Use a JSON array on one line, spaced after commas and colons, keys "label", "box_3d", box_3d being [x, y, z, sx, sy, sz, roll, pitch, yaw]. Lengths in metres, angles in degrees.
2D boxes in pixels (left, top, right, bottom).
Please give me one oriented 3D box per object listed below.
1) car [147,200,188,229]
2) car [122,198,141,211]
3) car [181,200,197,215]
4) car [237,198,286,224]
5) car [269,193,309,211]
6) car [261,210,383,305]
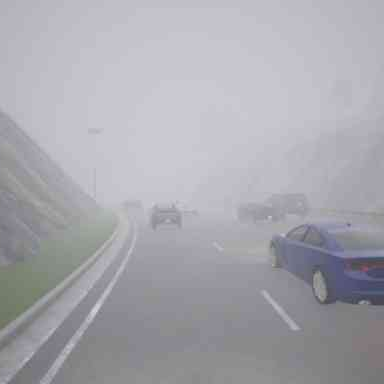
[{"label": "car", "box_3d": [-1.865, 1.521, 22.145, 2.128, 1.511, 4.902, -1, 0, -10]}, {"label": "car", "box_3d": [-7.951, 1.590, 43.589, 1.882, 1.535, 5.008, 0, 0, -21]}, {"label": "car", "box_3d": [-0.830, 1.545, 33.509, 1.812, 1.442, 4.674, 0, 0, -15]}, {"label": "car", "box_3d": [4.782, 1.450, 24.670, 1.837, 1.490, 4.892, 0, 0, -11]}, {"label": "car", "box_3d": [7.684, 1.131, 28.240, 2.150, 2.045, 5.566, 0, 0, -13]}, {"label": "car", "box_3d": [3.352, 1.437, 8.042, 1.882, 1.535, 5.008, 0, 0, -4]}]
